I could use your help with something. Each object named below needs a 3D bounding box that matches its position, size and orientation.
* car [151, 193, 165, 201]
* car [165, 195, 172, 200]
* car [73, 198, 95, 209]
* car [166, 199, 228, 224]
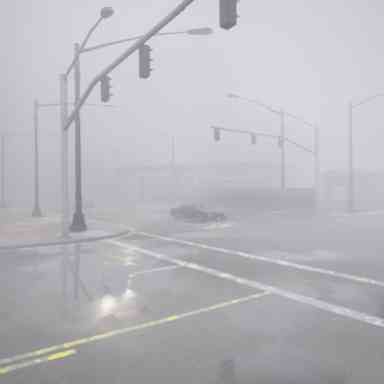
[{"bbox_3d":[-7.013,1.134,75.014,4.611,1.667,2.242,-1,0,-36],"label":"car"},{"bbox_3d":[-3.025,1.281,70.808,3.806,1.475,1.970,-1,0,-36],"label":"car"},{"bbox_3d":[-14.973,1.537,45.990,1.812,1.442,4.674,-1,0,-37],"label":"car"},{"bbox_3d":[0.327,1.545,25.559,2.033,1.411,5.357,-1,0,-37],"label":"car"}]
